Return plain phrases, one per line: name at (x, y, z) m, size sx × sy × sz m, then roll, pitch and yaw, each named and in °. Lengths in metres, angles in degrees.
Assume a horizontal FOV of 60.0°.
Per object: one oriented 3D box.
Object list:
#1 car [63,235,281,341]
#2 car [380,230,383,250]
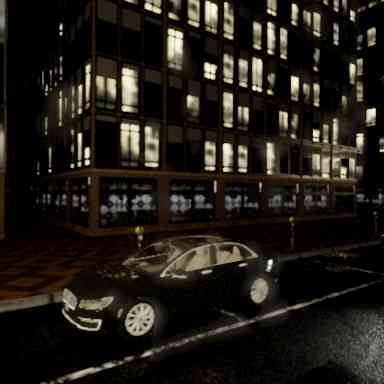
car at (-0.159, 1.560, 6.435) m, size 4.403 × 1.369 × 2.008 m, roll 0°, pitch 0°, yaw -35°
car at (9.121, 1.583, 13.029) m, size 4.507 × 1.381 × 1.887 m, roll 0°, pitch 0°, yaw -35°
